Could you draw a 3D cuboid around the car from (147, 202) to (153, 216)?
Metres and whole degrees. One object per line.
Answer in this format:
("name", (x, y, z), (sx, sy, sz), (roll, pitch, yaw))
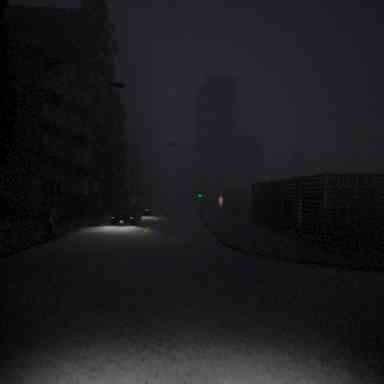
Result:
("car", (-5.448, 1.822, 36.578), (1.812, 1.442, 4.674), (1, -1, -2))

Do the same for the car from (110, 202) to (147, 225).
("car", (-5.073, 1.747, 26.274), (2.033, 1.411, 5.357), (1, -1, -2))
